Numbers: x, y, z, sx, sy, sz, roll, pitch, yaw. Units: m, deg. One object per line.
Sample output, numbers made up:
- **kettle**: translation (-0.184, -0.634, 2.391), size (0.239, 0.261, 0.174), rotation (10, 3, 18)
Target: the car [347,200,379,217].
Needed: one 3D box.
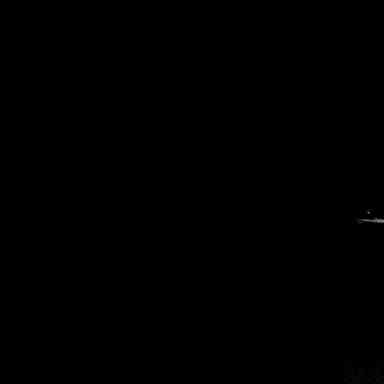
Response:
- **car**: translation (15.794, 1.493, 30.957), size (2.128, 1.511, 4.902), rotation (0, 0, 14)
